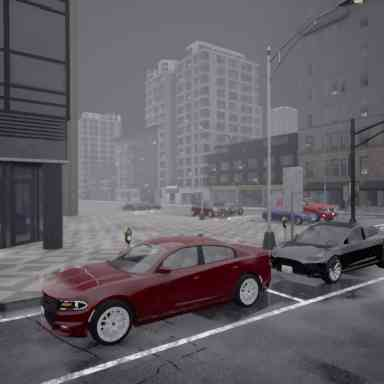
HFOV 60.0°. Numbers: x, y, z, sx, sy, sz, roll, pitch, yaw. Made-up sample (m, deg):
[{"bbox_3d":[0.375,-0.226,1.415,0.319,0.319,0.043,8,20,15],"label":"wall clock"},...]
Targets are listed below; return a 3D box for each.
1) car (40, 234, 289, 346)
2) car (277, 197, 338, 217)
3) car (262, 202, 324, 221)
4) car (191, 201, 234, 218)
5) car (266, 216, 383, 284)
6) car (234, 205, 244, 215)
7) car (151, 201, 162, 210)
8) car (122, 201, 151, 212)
[{"bbox_3d":[-0.436,1.544,6.342,4.507,1.381,1.887,0,0,-36],"label":"car"},{"bbox_3d":[9.795,1.457,29.113,2.150,2.045,5.566,0,-1,-35],"label":"car"},{"bbox_3d":[7.653,1.767,26.517,1.812,1.442,4.674,0,-1,-35],"label":"car"},{"bbox_3d":[1.814,1.722,34.773,2.097,1.767,4.553,0,-1,-35],"label":"car"},{"bbox_3d":[4.159,1.564,9.619,4.313,1.339,1.947,0,0,-36],"label":"car"},{"bbox_3d":[3.789,1.873,37.599,1.837,1.490,4.892,0,0,-35],"label":"car"},{"bbox_3d":[-6.809,2.135,52.663,2.033,1.411,5.357,0,0,-35],"label":"car"},{"bbox_3d":[-8.717,2.136,49.713,2.033,1.411,5.357,0,0,-35],"label":"car"}]
